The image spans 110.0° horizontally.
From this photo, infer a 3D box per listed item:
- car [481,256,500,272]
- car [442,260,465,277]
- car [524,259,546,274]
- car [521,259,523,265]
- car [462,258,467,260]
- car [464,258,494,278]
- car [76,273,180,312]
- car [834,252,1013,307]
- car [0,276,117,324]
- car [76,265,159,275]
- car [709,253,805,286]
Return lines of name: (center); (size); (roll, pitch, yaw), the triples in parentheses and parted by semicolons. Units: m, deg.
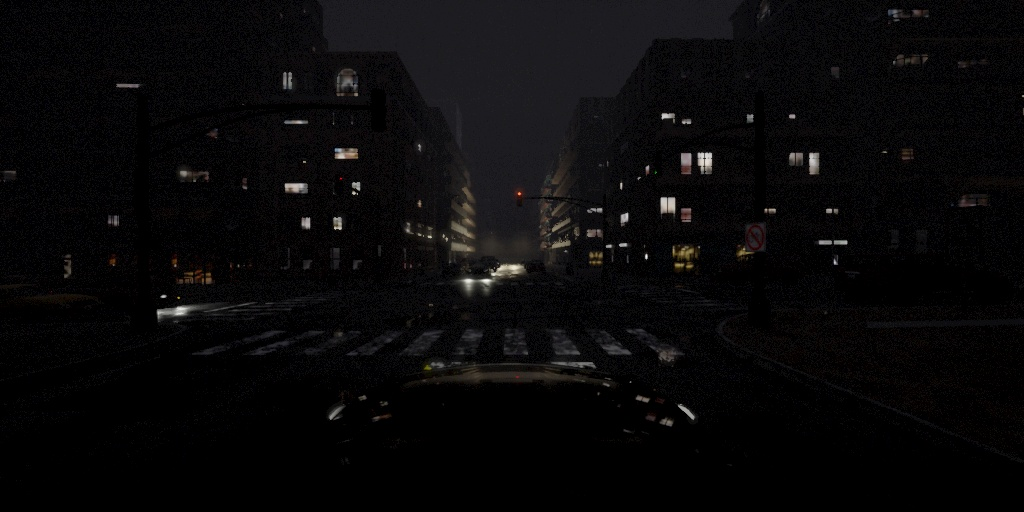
car: (-3.023, 0.981, 45.383); (2.150, 2.045, 5.566); (0, 0, 0)
car: (-5.631, 1.322, 35.134); (1.948, 1.339, 4.313); (0, 0, 0)
car: (2.759, 1.198, 40.803); (1.967, 1.591, 4.097); (0, 0, 0)
car: (2.790, 1.348, 57.851); (1.802, 1.307, 4.207); (0, 0, 0)
car: (-5.621, 1.283, 40.646); (1.751, 1.417, 4.829); (0, 0, 0)
car: (-3.044, 1.233, 34.119); (1.882, 1.535, 5.008); (0, 0, 0)
car: (-17.003, 1.604, 15.429); (4.181, 1.385, 1.994); (-1, 0, -1)
car: (14.730, 0.775, 13.054); (5.009, 1.841, 2.192); (0, 0, 0)
car: (-17.611, 1.585, 12.829); (4.829, 1.417, 1.751); (0, 0, 0)
car: (-23.565, 1.462, 21.136); (5.009, 1.841, 2.192); (0, 0, 0)
car: (14.610, 0.759, 21.433); (5.009, 1.841, 2.192); (0, 0, 0)
